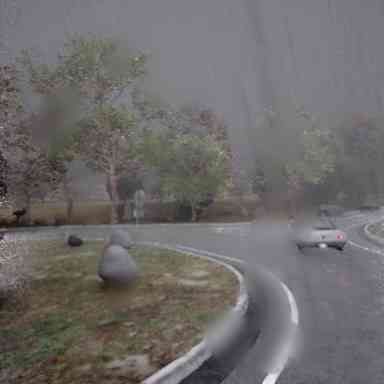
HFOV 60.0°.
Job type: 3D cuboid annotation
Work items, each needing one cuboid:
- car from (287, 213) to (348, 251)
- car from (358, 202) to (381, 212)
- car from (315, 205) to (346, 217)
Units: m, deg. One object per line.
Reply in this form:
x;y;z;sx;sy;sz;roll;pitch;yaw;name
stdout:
5.654;1.906;15.623;1.895;1.301;4.718;-2;-1;9;car
25.401;2.103;47.641;1.895;1.301;4.718;-2;-1;43;car
15.313;2.160;36.812;1.895;1.301;4.718;-2;-1;42;car
